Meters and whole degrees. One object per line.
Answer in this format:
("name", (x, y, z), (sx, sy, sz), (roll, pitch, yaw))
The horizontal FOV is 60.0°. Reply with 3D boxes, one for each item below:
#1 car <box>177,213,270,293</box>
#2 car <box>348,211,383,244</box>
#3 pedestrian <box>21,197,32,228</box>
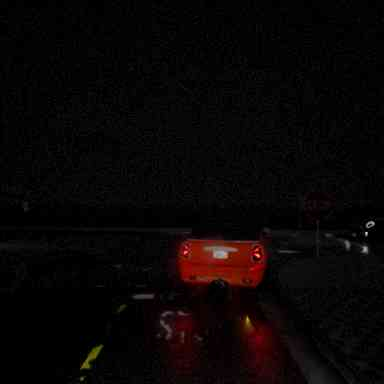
("car", (1.078, 1.399, 9.309), (2.097, 1.767, 4.553), (0, -1, 12))
("car", (10.337, 1.584, 16.627), (4.553, 1.767, 2.097), (1, -1, 0))
("pedestrian", (-9.700, 1.155, 19.412), (0.375, 1.860, 0.375), (0, -1, 0))
